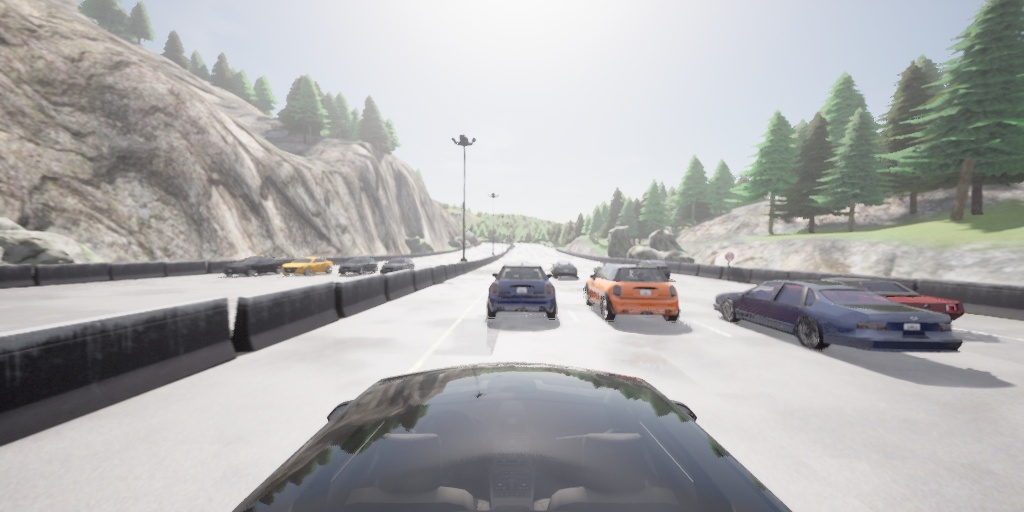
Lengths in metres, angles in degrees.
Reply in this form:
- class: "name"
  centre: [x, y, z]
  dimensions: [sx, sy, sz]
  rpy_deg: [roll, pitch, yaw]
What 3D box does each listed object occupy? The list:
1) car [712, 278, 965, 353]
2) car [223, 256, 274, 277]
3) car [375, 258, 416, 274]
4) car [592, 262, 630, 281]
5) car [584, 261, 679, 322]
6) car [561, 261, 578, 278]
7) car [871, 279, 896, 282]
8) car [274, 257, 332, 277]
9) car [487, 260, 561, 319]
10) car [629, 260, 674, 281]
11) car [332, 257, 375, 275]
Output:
- class: "car"
  centre: [7.247, 1.295, 8.948]
  dimensions: [2.033, 1.411, 5.357]
  rpy_deg: [1, 1, 1]
- class: "car"
  centre: [-20.402, 0.800, 28.558]
  dimensions: [1.882, 1.535, 5.008]
  rpy_deg: [1, 0, 2]
- class: "car"
  centre: [-9.801, 0.899, 31.261]
  dimensions: [1.837, 1.490, 4.892]
  rpy_deg: [1, 0, 2]
- class: "car"
  centre: [7.757, 1.173, 28.573]
  dimensions: [1.895, 1.301, 4.718]
  rpy_deg: [1, 1, 1]
- class: "car"
  centre: [3.834, 1.039, 12.270]
  dimensions: [2.097, 1.767, 4.553]
  rpy_deg: [1, 1, 1]
- class: "car"
  centre: [4.297, 1.091, 30.126]
  dimensions: [1.994, 1.385, 4.181]
  rpy_deg: [1, 1, 1]
- class: "car"
  centre: [10.816, 1.356, 11.576]
  dimensions: [1.895, 1.301, 4.718]
  rpy_deg: [1, 1, 1]
- class: "car"
  centre: [-16.860, 0.820, 29.753]
  dimensions: [1.882, 1.535, 5.008]
  rpy_deg: [1, 0, 2]
- class: "car"
  centre: [0.341, 1.005, 12.574]
  dimensions: [2.097, 1.767, 4.553]
  rpy_deg: [1, 1, 2]
- class: "car"
  centre: [11.279, 1.102, 29.315]
  dimensions: [1.837, 1.490, 4.892]
  rpy_deg: [1, 0, 1]
- class: "car"
  centre: [-13.300, 0.867, 31.357]
  dimensions: [1.837, 1.490, 4.892]
  rpy_deg: [1, 0, 2]
